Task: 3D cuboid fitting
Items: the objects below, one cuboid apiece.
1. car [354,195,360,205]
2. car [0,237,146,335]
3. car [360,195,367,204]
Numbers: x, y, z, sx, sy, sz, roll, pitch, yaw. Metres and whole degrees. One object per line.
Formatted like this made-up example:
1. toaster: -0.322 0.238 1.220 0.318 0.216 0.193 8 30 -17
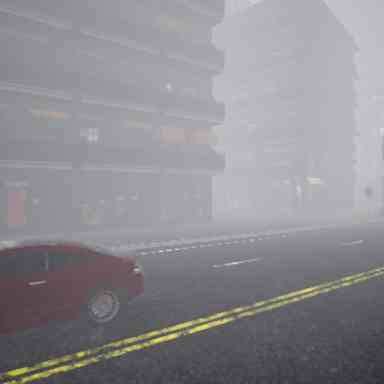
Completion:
1. car: 21.968 1.343 49.783 4.829 1.417 1.752 1 0 41
2. car: -3.031 1.531 5.529 4.674 1.442 1.812 0 0 -36
3. car: 27.311 1.231 56.470 4.097 1.590 1.967 1 0 41
